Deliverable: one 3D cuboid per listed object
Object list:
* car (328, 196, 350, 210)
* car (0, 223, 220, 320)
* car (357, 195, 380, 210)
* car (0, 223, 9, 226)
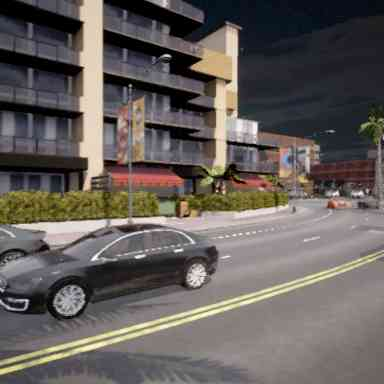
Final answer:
[{"bbox_3d":[19.467,1.394,44.119,2.097,1.767,4.553,0,0,13],"label":"car"},{"bbox_3d":[-1.548,1.511,7.456,4.892,1.490,1.837,0,0,-38],"label":"car"},{"bbox_3d":[22.819,1.547,43.062,1.837,1.490,4.892,0,0,14],"label":"car"},{"bbox_3d":[-6.176,1.498,8.321,4.902,1.511,2.128,0,0,-37],"label":"car"}]
